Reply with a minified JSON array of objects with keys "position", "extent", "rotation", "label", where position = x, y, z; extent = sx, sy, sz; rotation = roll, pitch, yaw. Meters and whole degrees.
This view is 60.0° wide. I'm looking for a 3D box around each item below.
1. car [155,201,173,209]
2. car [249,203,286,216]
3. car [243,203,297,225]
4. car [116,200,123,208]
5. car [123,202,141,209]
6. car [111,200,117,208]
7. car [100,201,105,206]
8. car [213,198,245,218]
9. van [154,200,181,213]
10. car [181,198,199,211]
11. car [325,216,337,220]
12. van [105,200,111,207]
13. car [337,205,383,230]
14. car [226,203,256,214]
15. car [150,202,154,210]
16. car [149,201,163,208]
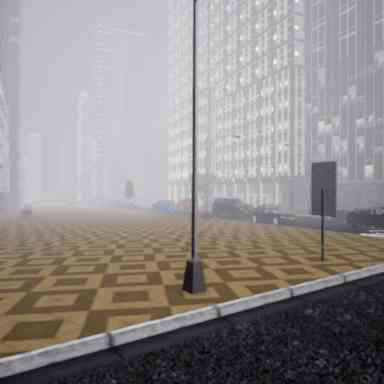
[{"position":[-5.417,2.497,63.495],"extent":[1.837,1.490,4.892],"rotation":[0,-1,-26],"label":"car"},{"position":[8.960,2.067,39.793],"extent":[1.947,1.339,4.313],"rotation":[-1,-1,-26],"label":"car"},{"position":[6.285,1.813,26.023],"extent":[2.008,1.369,4.403],"rotation":[-1,-1,-26],"label":"car"},{"position":[-13.150,2.603,66.417],"extent":[1.752,1.417,4.829],"rotation":[-1,-1,-26],"label":"car"},{"position":[-10.785,2.526,61.501],"extent":[2.008,1.369,4.403],"rotation":[-1,-1,-26],"label":"car"},{"position":[-15.662,2.732,71.637],"extent":[1.887,1.381,4.507],"rotation":[-1,-1,-26],"label":"car"},{"position":[-22.976,3.054,86.841],"extent":[1.887,1.381,4.507],"rotation":[-1,-1,-26],"label":"car"},{"position":[4.296,1.673,36.163],"extent":[2.150,2.045,5.566],"rotation":[0,-1,-26],"label":"car"},{"position":[-3.473,2.005,46.300],"extent":[1.690,1.788,3.998],"rotation":[-1,-1,-26],"label":"van"},{"position":[-0.776,2.017,53.930],"extent":[2.150,2.045,5.566],"rotation":[0,-1,-25],"label":"car"},{"position":[13.836,1.853,29.656],"extent":[2.008,1.369,4.403],"rotation":[-1,-1,-26],"label":"car"},{"position":[-18.103,2.635,76.707],"extent":[1.690,1.788,3.998],"rotation":[-1,-1,-26],"label":"van"},{"position":[11.668,1.629,20.101],"extent":[2.128,1.511,4.902],"rotation":[0,-1,-22],"label":"car"},{"position":[6.521,2.168,44.861],"extent":[1.947,1.339,4.313],"rotation":[-1,-1,-26],"label":"car"},{"position":[-5.314,2.422,56.347],"extent":[1.994,1.385,4.181],"rotation":[0,-1,-25],"label":"car"},{"position":[-8.109,2.809,75.270],"extent":[1.802,1.307,4.206],"rotation":[-1,-1,-26],"label":"car"}]
